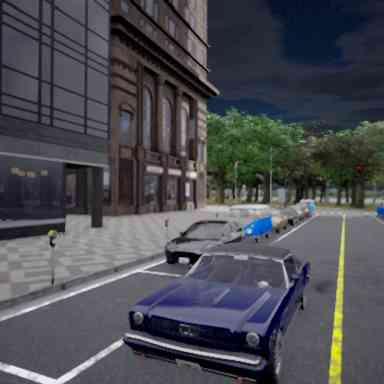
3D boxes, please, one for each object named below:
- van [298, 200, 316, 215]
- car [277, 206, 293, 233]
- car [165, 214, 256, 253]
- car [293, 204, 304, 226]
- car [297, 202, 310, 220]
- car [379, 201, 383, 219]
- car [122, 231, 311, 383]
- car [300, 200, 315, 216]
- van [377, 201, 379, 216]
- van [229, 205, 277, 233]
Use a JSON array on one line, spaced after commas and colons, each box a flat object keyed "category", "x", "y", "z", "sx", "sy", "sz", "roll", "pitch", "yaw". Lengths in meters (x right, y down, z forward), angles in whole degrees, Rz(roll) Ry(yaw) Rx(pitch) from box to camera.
[{"category": "van", "x": 14.363, "y": 1.894, "z": 41.538, "sx": 1.690, "sy": 1.788, "sz": 3.998, "roll": 0, "pitch": -1, "yaw": 25}, {"category": "car", "x": 5.171, "y": 1.798, "z": 21.638, "sx": 1.752, "sy": 1.417, "sz": 4.829, "roll": 0, "pitch": -1, "yaw": 25}, {"category": "car", "x": 0.681, "y": 1.703, "z": 11.919, "sx": 1.947, "sy": 1.339, "sz": 4.313, "roll": 0, "pitch": -1, "yaw": 25}, {"category": "car", "x": 7.522, "y": 1.909, "z": 26.727, "sx": 1.947, "sy": 1.339, "sz": 4.313, "roll": 0, "pitch": -1, "yaw": 25}, {"category": "car", "x": 9.731, "y": 1.936, "z": 31.509, "sx": 1.752, "sy": 1.417, "sz": 4.829, "roll": 0, "pitch": -1, "yaw": 25}, {"category": "car", "x": 17.542, "y": 1.731, "z": 28.091, "sx": 2.192, "sy": 1.841, "sz": 5.009, "roll": 0, "pitch": -1, "yaw": 25}, {"category": "car", "x": 0.882, "y": 1.671, "z": 5.765, "sx": 1.895, "sy": 1.301, "sz": 4.718, "roll": 0, "pitch": -1, "yaw": 25}, {"category": "car", "x": 12.082, "y": 1.923, "z": 36.600, "sx": 1.967, "sy": 1.590, "sz": 4.097, "roll": 0, "pitch": -1, "yaw": 25}, {"category": "van", "x": 19.822, "y": 1.827, "z": 33.026, "sx": 1.690, "sy": 1.788, "sz": 3.998, "roll": 0, "pitch": -1, "yaw": 25}, {"category": "van", "x": 2.962, "y": 1.547, "z": 16.858, "sx": 1.690, "sy": 1.788, "sz": 3.998, "roll": 0, "pitch": -1, "yaw": 25}]
